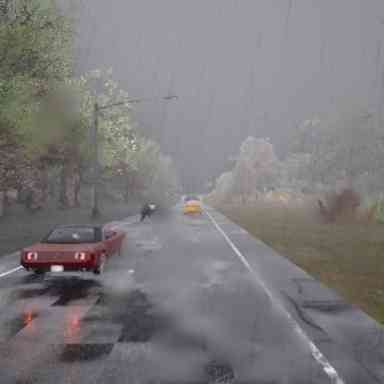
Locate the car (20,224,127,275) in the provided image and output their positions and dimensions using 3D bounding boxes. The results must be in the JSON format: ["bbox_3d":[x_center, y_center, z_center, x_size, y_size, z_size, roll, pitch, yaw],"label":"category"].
[{"bbox_3d":[-3.391,1.656,10.609,1.895,1.301,4.718,0,0,0],"label":"car"}]

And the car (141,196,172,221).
[{"bbox_3d":[-3.095,1.375,29.437,2.150,2.045,5.566,0,0,2],"label":"car"}]

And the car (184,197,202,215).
[{"bbox_3d":[0.124,1.673,37.226,1.882,1.535,5.008,0,0,0],"label":"car"}]

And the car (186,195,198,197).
[{"bbox_3d":[0.032,1.477,48.084,2.150,2.045,5.566,0,0,0],"label":"car"}]
